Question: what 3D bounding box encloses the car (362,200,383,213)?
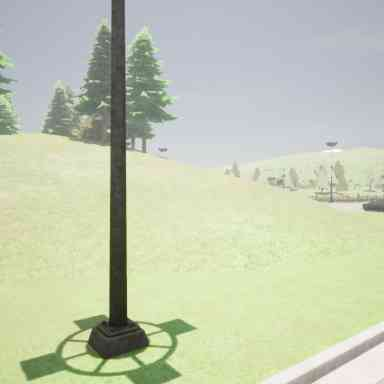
[{"bbox_3d":[21.306,1.564,37.643,1.994,1.385,4.181,0,0,-10],"label":"car"}]
